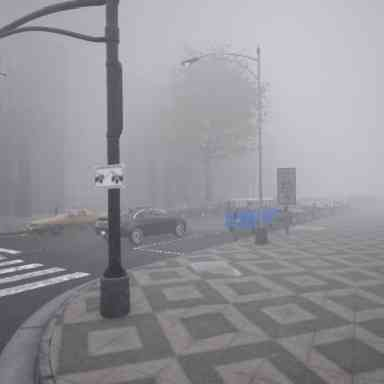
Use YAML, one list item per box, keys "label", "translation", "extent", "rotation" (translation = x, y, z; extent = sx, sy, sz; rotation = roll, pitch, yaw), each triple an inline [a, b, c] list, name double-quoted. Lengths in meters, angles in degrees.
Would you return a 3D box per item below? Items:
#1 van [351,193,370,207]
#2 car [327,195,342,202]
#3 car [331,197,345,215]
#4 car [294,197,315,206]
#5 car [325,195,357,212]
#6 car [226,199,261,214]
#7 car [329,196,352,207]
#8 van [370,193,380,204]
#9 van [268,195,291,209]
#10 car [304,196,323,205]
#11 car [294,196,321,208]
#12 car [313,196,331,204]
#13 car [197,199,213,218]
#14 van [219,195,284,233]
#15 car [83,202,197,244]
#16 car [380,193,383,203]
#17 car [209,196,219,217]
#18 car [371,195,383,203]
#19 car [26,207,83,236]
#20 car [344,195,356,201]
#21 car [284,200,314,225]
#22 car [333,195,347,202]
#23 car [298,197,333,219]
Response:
- label: "van"
  translation: [22.358, 1.127, 44.749]
  extent: [1.690, 1.788, 3.998]
  rotation: [-1, 0, 36]
- label: "car"
  translation: [29.980, 1.432, 69.927]
  extent: [2.008, 1.369, 4.403]
  rotation: [-1, -1, 36]
- label: "car"
  translation: [12.876, 1.408, 31.567]
  extent: [1.802, 1.307, 4.206]
  rotation: [-1, 0, 36]
- label: "car"
  translation: [18.034, 1.492, 53.328]
  extent: [1.947, 1.339, 4.313]
  rotation: [-1, 0, 36]
- label: "car"
  translation: [16.037, 1.363, 35.961]
  extent: [2.008, 1.369, 4.403]
  rotation: [-1, 0, 36]
- label: "car"
  translation: [5.677, 1.528, 36.157]
  extent: [2.008, 1.369, 4.403]
  rotation: [-1, 0, 36]
- label: "car"
  translation: [21.799, 1.375, 48.698]
  extent: [2.033, 1.411, 5.357]
  rotation: [-1, -1, 36]
- label: "van"
  translation: [28.682, 1.102, 53.537]
  extent: [1.690, 1.788, 3.998]
  rotation: [-1, -1, 36]
- label: "van"
  translation: [11.853, 1.292, 44.744]
  extent: [1.690, 1.788, 3.998]
  rotation: [-1, 0, 36]
- label: "car"
  translation: [21.025, 1.440, 57.484]
  extent: [1.752, 1.417, 4.829]
  rotation: [-1, 0, 36]
- label: "car"
  translation: [15.957, 1.386, 45.718]
  extent: [2.128, 1.511, 4.902]
  rotation: [-1, -1, 36]
- label: "car"
  translation: [24.214, 1.453, 61.914]
  extent: [2.008, 1.369, 4.403]
  rotation: [-1, -1, 36]
- label: "car"
  translation: [-0.502, 1.551, 27.571]
  extent: [1.887, 1.381, 4.507]
  rotation: [-1, 0, 36]
- label: "van"
  translation: [3.387, 1.212, 18.387]
  extent: [1.690, 1.788, 3.998]
  rotation: [-1, 0, 36]
- label: "car"
  translation: [-2.170, 1.429, 15.395]
  extent: [2.128, 1.511, 4.902]
  rotation: [-1, -1, 36]
- label: "car"
  translation: [31.946, 1.274, 58.067]
  extent: [1.752, 1.417, 4.829]
  rotation: [-1, -1, 36]
- label: "car"
  translation: [2.585, 1.307, 31.866]
  extent: [2.192, 1.841, 5.009]
  rotation: [-1, 0, 36]
- label: "car"
  translation: [35.010, 1.304, 62.323]
  extent: [1.947, 1.339, 4.313]
  rotation: [-1, -1, 36]
- label: "car"
  translation: [-6.786, 1.564, 18.849]
  extent: [1.752, 1.417, 4.829]
  rotation: [-1, 0, 36]
- label: "car"
  translation: [39.521, 1.401, 83.184]
  extent: [2.008, 1.369, 4.403]
  rotation: [-1, -1, 36]
- label: "car"
  translation: [6.552, 1.422, 22.779]
  extent: [1.947, 1.339, 4.313]
  rotation: [-1, 0, 36]
- label: "car"
  translation: [33.160, 1.415, 74.346]
  extent: [1.887, 1.381, 4.507]
  rotation: [-1, -1, 36]
- label: "car"
  translation: [9.713, 1.385, 27.173]
  extent: [1.887, 1.381, 4.507]
  rotation: [-1, 0, 36]
